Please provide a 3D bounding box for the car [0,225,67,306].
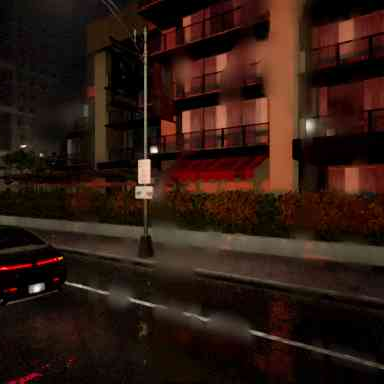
[{"bbox_3d":[-4.796,1.504,7.442,4.892,1.490,1.837,0,0,35],"label":"car"}]
